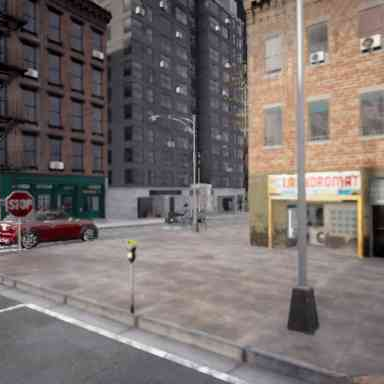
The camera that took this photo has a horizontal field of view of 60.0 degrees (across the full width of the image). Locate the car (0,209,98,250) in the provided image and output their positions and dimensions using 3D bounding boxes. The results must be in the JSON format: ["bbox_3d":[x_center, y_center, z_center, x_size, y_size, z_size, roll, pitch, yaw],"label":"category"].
[{"bbox_3d":[-6.781,1.616,16.029,2.097,1.767,4.553,-1,-2,36],"label":"car"}]

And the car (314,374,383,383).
[{"bbox_3d":[2.393,1.547,1.109,4.403,1.369,2.008,0,-1,36],"label":"car"}]

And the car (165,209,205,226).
[{"bbox_3d":[-0.545,2.226,29.713,1.994,1.385,4.181,-1,-2,36],"label":"car"}]
